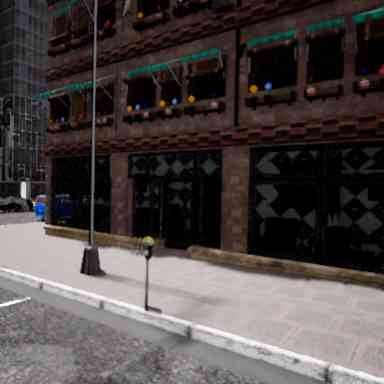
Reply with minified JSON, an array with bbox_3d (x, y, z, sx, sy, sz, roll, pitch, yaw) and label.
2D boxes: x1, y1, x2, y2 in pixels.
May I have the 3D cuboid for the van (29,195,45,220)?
[{"bbox_3d":[-9.157,1.080,23.916,1.690,1.788,3.998,2,1,35],"label":"van"}]

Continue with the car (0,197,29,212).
[{"bbox_3d":[-16.032,1.067,28.715,1.947,1.339,4.313,2,1,35],"label":"car"}]
